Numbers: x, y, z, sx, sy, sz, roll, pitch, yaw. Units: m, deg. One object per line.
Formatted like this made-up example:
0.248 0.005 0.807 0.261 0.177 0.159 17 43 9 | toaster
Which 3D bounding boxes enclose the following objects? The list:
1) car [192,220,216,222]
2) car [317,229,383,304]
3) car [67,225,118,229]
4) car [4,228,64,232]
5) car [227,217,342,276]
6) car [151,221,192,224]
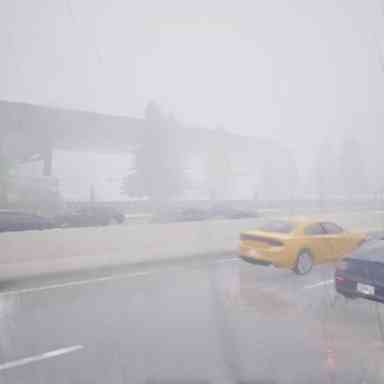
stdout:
2.448 1.650 18.522 4.181 1.385 1.994 1 0 -35 | car
4.991 1.580 7.305 4.674 1.442 1.812 0 0 -36 | car
-6.584 1.550 20.710 4.892 1.490 1.837 0 0 -35 | car
-8.516 1.539 15.066 4.674 1.442 1.812 0 0 -36 | car
3.721 1.539 10.698 5.008 1.535 1.882 0 0 -35 | car
-0.512 1.642 20.699 4.181 1.385 1.994 0 0 -35 | car
